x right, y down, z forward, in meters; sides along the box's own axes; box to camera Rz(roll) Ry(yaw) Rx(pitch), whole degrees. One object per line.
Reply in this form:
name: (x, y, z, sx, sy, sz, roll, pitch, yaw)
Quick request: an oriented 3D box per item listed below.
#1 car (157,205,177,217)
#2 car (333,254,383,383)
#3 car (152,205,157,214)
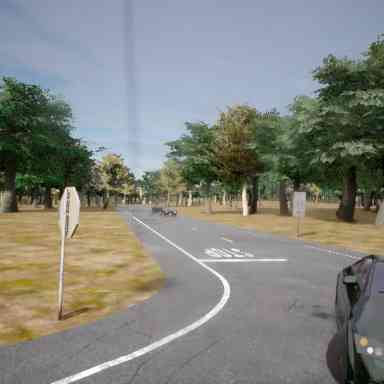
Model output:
car: (-3.474, 2.851, 48.049, 1.895, 1.301, 4.718, 3, -2, -13)
car: (3.124, 1.643, 4.648, 1.994, 1.385, 4.181, 1, -1, 22)
car: (-5.732, 2.962, 56.895, 1.882, 1.535, 5.008, 3, -2, -14)
